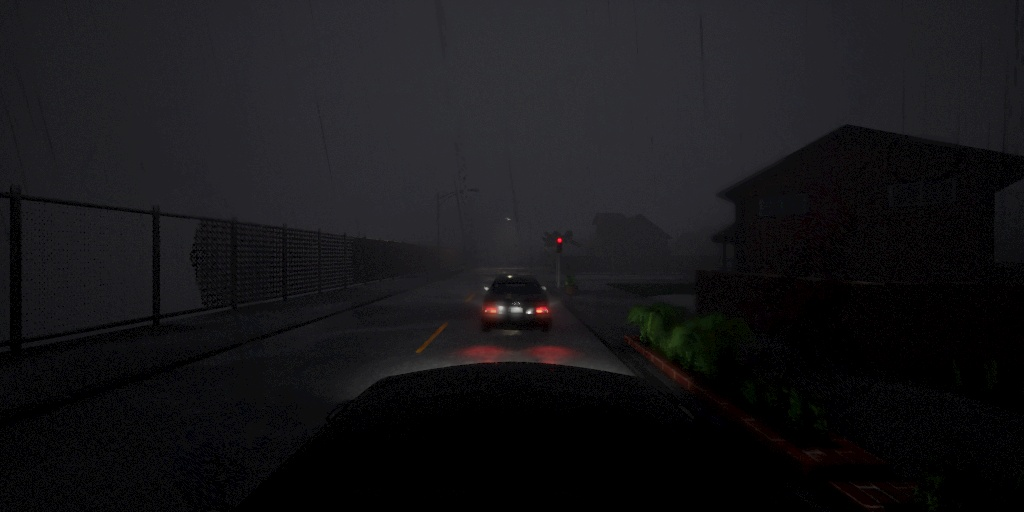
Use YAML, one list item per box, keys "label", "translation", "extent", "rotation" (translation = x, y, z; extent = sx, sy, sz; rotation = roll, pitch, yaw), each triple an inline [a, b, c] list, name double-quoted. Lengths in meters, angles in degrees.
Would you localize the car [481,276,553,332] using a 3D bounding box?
- label: "car"
  translation: [0.116, 1.297, 10.780]
  extent: [2.033, 1.411, 5.357]
  rotation: [0, 0, 0]
